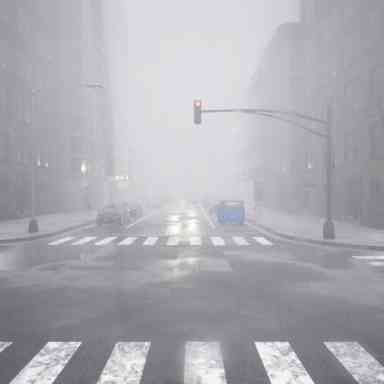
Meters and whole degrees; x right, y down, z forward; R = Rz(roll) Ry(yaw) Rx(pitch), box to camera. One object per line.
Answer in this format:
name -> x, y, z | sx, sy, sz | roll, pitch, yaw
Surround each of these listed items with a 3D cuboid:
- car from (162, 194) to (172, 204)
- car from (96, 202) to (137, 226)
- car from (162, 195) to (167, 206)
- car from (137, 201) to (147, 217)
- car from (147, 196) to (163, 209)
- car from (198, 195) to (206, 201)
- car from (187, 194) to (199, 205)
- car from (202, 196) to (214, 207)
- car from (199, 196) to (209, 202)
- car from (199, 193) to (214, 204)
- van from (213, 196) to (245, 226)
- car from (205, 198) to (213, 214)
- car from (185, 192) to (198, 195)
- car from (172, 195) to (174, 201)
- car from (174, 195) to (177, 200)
car -> -5.388, 1.549, 62.967 | 1.947, 1.339, 4.313 | 0, 0, 0
car -> -5.388, 1.550, 23.194 | 2.008, 1.369, 4.403 | 0, 0, 0
car -> -5.388, 1.557, 51.604 | 1.947, 1.339, 4.313 | 0, 0, 0
car -> -5.388, 1.544, 28.875 | 1.887, 1.381, 4.507 | 0, 0, 0
car -> -5.388, 1.520, 45.752 | 1.752, 1.417, 4.829 | 0, 0, 0
car -> 2.637, 1.533, 85.697 | 1.947, 1.339, 4.313 | 0, 0, 0
car -> 0.103, 1.513, 56.898 | 1.812, 1.442, 4.674 | 0, 0, 0
car -> 2.637, 1.577, 45.928 | 1.802, 1.307, 4.206 | 0, 0, 0
car -> 2.637, 1.526, 74.334 | 2.008, 1.369, 4.403 | 0, 0, 0
car -> 2.637, 1.306, 51.609 | 2.192, 1.841, 5.009 | 0, 0, 0
van -> 2.637, 1.340, 23.203 | 1.690, 1.788, 3.998 | 0, 0, 0
car -> 2.637, 1.581, 34.565 | 1.802, 1.307, 4.206 | 0, 0, 0
car -> 0.094, 1.332, 67.112 | 2.097, 1.767, 4.553 | 0, 0, -2
car -> -5.388, 1.294, 68.648 | 2.192, 1.841, 5.009 | 0, 0, 0
car -> -5.388, 1.411, 80.012 | 1.967, 1.590, 4.097 | 0, 0, 0
